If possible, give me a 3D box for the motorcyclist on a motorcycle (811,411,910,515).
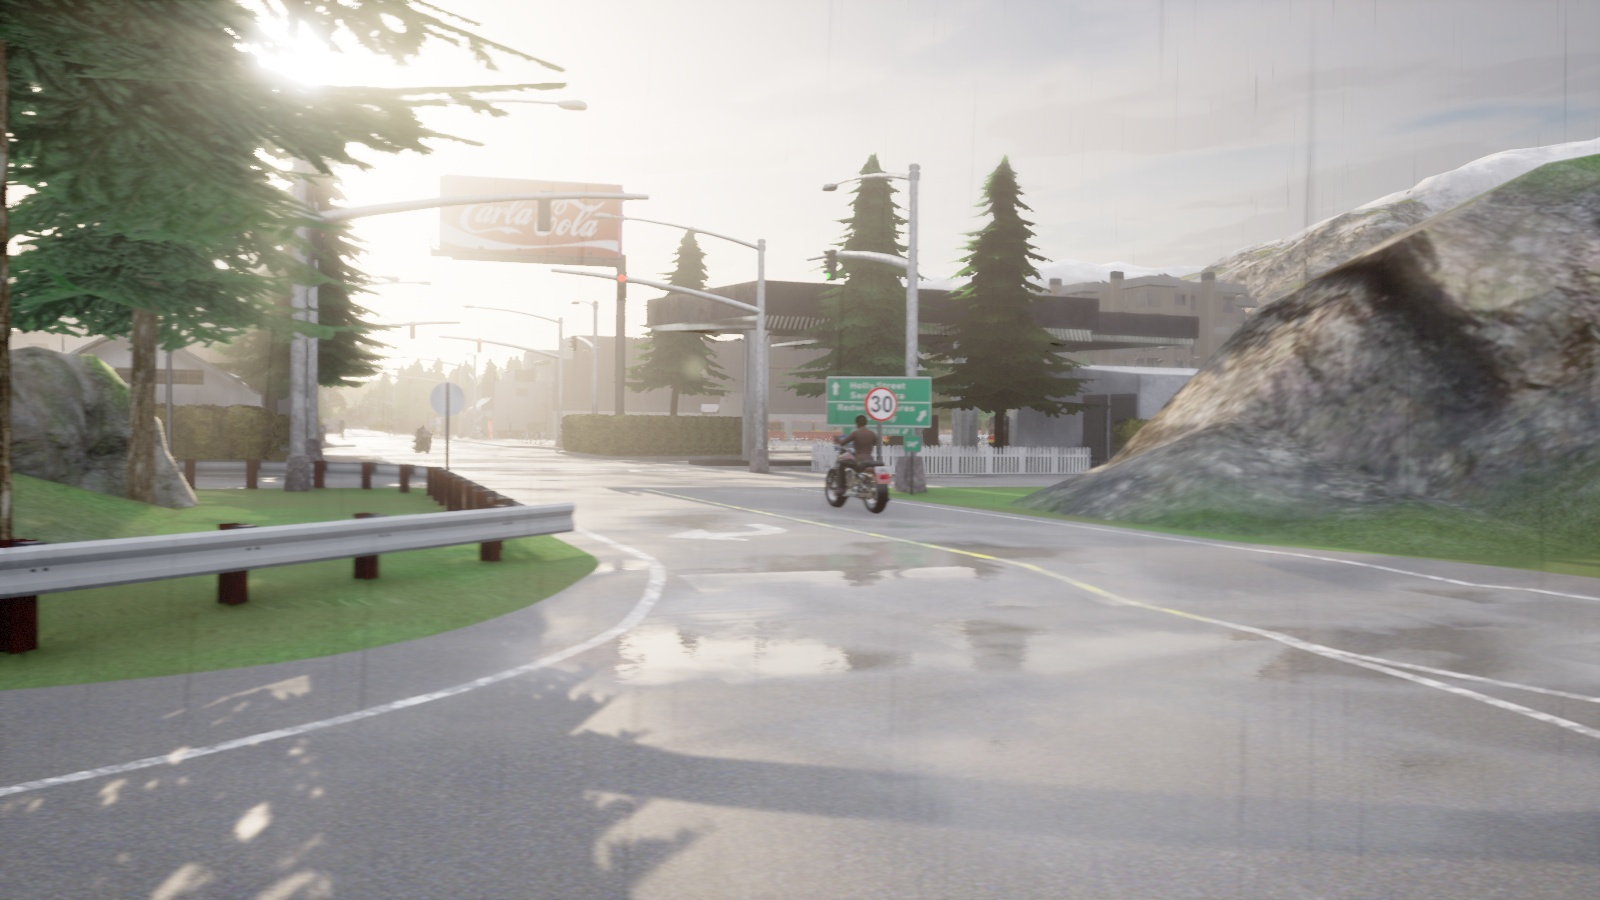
[{"bbox_3d":[0.982,0.198,21.151,0.766,1.649,2.350,-1,1,-21],"label":"motorcyclist on a motorcycle"}]

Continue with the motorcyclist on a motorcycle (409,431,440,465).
[{"bbox_3d":[-18.723,-0.080,62.545,0.866,1.530,2.191,-2,-3,-32],"label":"motorcyclist on a motorcycle"}]
